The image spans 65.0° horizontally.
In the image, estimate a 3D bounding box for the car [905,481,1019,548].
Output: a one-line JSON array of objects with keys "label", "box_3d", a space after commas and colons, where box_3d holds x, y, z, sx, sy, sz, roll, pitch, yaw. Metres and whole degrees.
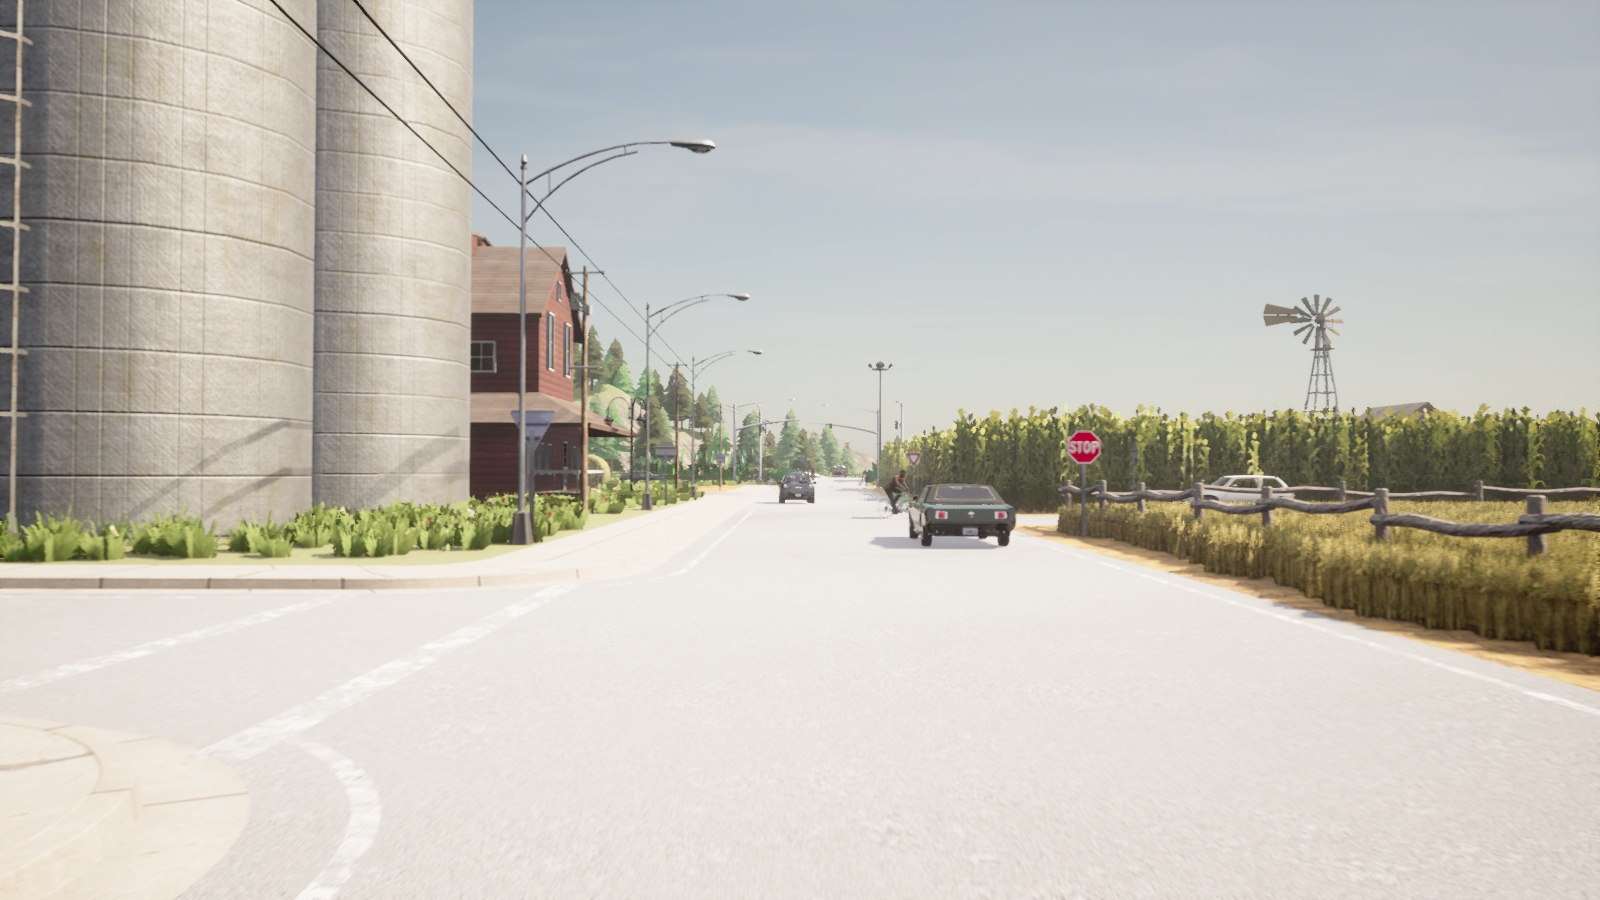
[{"label": "car", "box_3d": [3.462, 1.364, 27.663, 1.895, 1.301, 4.718, 0, -1, 0]}]

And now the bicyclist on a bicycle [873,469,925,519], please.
[{"label": "bicyclist on a bicycle", "box_3d": [3.251, 1.445, 41.226, 1.656, 1.620, 0.582, -1, -3, 41]}]

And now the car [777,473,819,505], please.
[{"label": "car", "box_3d": [-0.140, 1.836, 60.133, 1.845, 1.501, 3.633, 0, -1, -3]}]

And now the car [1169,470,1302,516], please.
[{"label": "car", "box_3d": [14.641, 1.431, 42.373, 3.806, 1.475, 1.970, 0, -1, 0]}]
